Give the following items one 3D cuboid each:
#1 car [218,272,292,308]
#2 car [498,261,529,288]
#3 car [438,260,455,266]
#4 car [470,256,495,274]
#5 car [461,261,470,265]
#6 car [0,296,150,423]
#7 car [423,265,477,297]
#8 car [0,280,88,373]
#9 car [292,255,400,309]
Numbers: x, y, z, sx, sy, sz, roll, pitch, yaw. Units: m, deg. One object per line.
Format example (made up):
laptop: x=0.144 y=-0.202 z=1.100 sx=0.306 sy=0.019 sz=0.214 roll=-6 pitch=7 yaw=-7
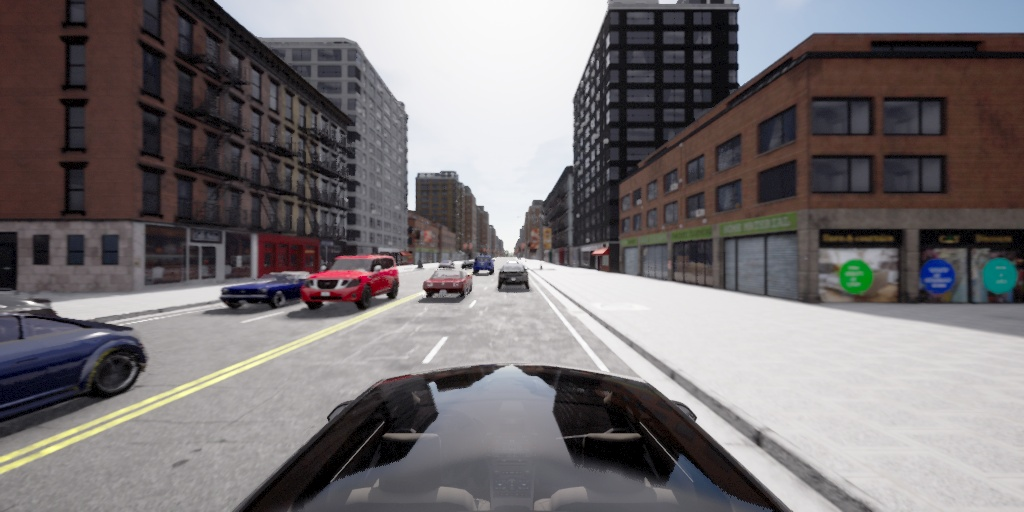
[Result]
car: x=-9.755 y=1.352 z=15.207 sx=1.895 sy=1.301 sz=4.718 roll=0 pitch=0 yaw=0
car: x=0.091 y=1.230 z=23.715 sx=1.882 sy=1.535 sz=5.008 roll=0 pitch=0 yaw=0
car: x=-9.773 y=1.305 z=54.058 sx=2.033 sy=1.411 sz=5.357 roll=0 pitch=0 yaw=0
car: x=-3.170 y=0.978 z=41.101 sx=2.150 sy=2.045 sz=5.566 roll=0 pitch=0 yaw=0
car: x=-6.527 y=1.358 z=53.729 sx=1.895 sy=1.301 sz=4.718 roll=0 pitch=0 yaw=0
car: x=-6.578 y=1.314 z=3.731 sx=1.994 sy=1.385 sz=4.181 roll=0 pitch=0 yaw=0
car: x=-3.157 y=1.353 z=18.679 sx=1.895 sy=1.301 sz=4.718 roll=0 pitch=0 yaw=0
car: x=-9.824 y=1.242 z=4.952 sx=2.128 sy=1.511 sz=4.902 roll=0 pitch=0 yaw=0
car: x=-6.506 y=0.973 z=15.267 sx=2.150 sy=2.045 sz=5.566 roll=0 pitch=0 yaw=0
